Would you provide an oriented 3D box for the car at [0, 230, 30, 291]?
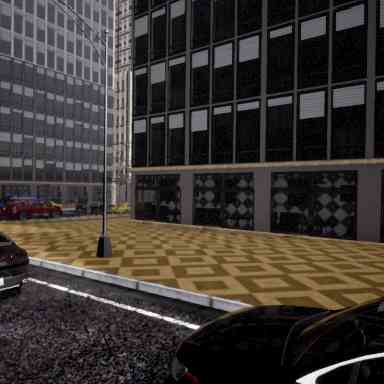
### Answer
[{"bbox_3d":[-5.723,1.501,7.797,4.892,1.490,1.837,0,0,36],"label":"car"}]

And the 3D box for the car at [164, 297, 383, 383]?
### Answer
[{"bbox_3d":[1.994,1.505,2.252,4.892,1.490,1.837,0,0,36],"label":"car"}]

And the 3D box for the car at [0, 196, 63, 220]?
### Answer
[{"bbox_3d":[-14.153,1.519,29.660,2.192,1.841,5.009,1,0,37],"label":"car"}]

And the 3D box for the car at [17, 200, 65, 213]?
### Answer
[{"bbox_3d":[-17.616,1.643,39.048,1.752,1.417,4.829,1,0,37],"label":"car"}]

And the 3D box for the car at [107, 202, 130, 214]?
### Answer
[{"bbox_3d":[-7.322,1.830,38.847,1.752,1.417,4.829,1,0,37],"label":"car"}]

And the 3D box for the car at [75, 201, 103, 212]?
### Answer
[{"bbox_3d":[-12.274,1.808,41.884,1.895,1.301,4.718,1,0,37],"label":"car"}]
